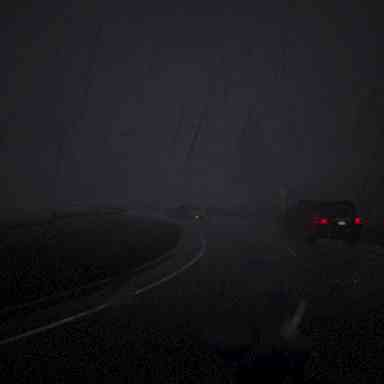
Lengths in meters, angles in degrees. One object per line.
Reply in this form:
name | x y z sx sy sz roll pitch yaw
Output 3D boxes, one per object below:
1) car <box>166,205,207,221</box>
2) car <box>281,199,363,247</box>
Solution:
car | -0.625 1.782 29.493 1.895 1.301 4.718 1 0 -28
car | 6.057 1.376 16.186 2.150 2.045 5.566 1 0 -1
